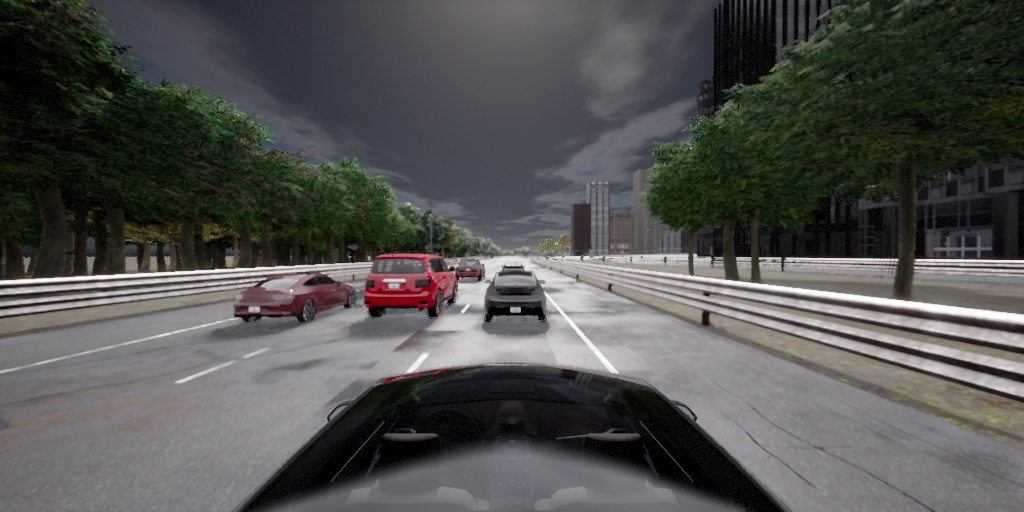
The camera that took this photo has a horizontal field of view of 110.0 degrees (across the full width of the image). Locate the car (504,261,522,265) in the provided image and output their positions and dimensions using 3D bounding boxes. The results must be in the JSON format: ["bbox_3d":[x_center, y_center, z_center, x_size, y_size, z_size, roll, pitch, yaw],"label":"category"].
[{"bbox_3d":[0.102,1.189,30.061,2.128,1.511,4.902,0,0,0],"label":"car"}]

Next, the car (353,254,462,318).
[{"bbox_3d":[-3.400,0.950,13.032,2.150,2.045,5.566,0,0,0],"label":"car"}]

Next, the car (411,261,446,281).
[{"bbox_3d":[-6.898,1.202,30.196,1.837,1.490,4.892,0,0,0],"label":"car"}]

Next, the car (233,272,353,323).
[{"bbox_3d":[-6.900,1.257,11.904,1.812,1.442,4.674,0,0,0],"label":"car"}]

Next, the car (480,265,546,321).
[{"bbox_3d":[0.101,1.235,12.351,1.837,1.490,4.892,0,0,0],"label":"car"}]

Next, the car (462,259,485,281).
[{"bbox_3d":[-3.398,1.050,29.843,2.097,1.767,4.553,0,0,0],"label":"car"}]
